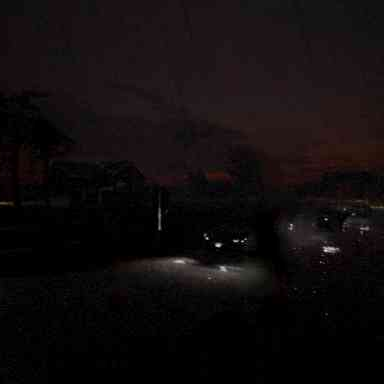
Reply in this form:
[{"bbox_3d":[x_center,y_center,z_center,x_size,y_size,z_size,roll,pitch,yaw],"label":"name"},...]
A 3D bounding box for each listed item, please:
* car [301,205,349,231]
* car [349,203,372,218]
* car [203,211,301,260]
[{"bbox_3d":[8.288,1.631,21.063,1.895,1.301,4.718,1,0,35],"label":"car"},{"bbox_3d":[15.637,1.693,31.388,1.895,1.301,4.718,1,0,36],"label":"car"},{"bbox_3d":[2.303,1.507,12.746,1.837,1.490,4.892,1,0,37],"label":"car"}]
